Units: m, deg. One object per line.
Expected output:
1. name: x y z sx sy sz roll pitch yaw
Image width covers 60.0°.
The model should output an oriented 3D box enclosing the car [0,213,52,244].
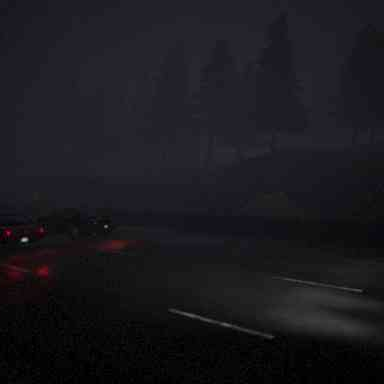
1. car: -8.384 1.584 14.392 4.718 1.301 1.895 0 0 36

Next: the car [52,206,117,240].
1. car: -6.025 1.465 17.006 5.008 1.535 1.882 0 0 36
